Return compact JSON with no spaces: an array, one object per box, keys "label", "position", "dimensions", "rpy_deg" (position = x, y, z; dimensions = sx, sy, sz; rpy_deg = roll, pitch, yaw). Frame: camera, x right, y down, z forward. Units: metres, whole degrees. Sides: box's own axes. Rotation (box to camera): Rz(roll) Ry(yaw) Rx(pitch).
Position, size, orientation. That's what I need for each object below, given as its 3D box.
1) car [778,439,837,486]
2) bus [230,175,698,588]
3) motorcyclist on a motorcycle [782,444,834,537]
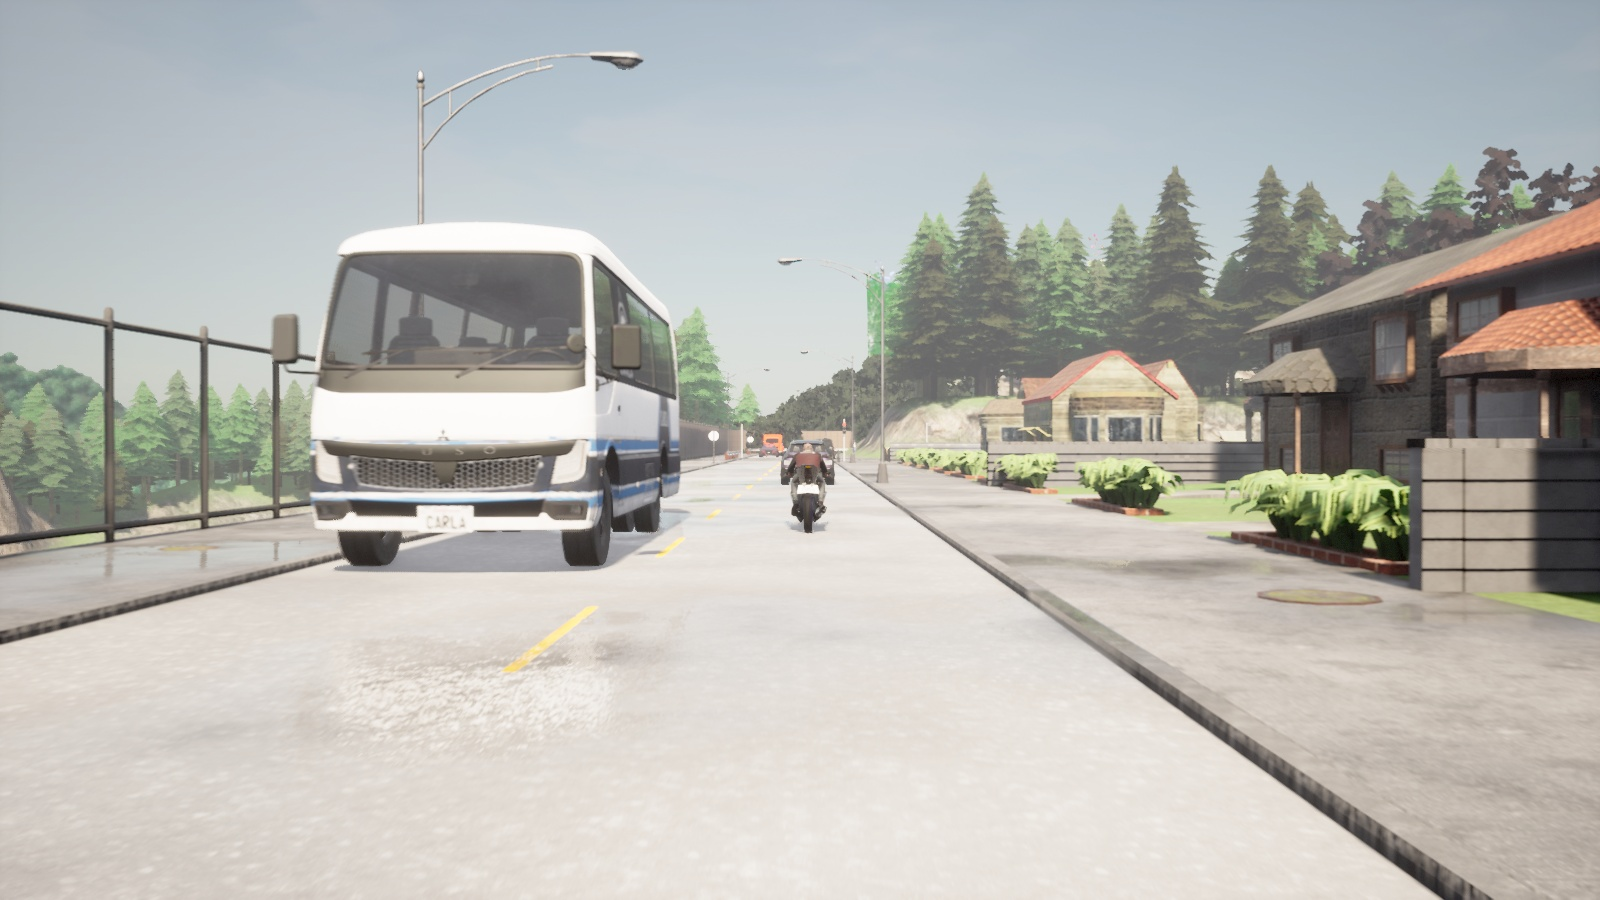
[{"label":"car","position":[0.279,0.416,46.323],"dimensions":[2.033,1.649,4.856],"rpy_deg":[0,0,0]},{"label":"bus","position":[-3.881,-0.735,18.082],"dimensions":[3.944,4.253,10.273],"rpy_deg":[0,0,0]},{"label":"motorcyclist on a motorcycle","position":[0.139,0.659,21.745],"dimensions":[0.866,1.530,2.191],"rpy_deg":[0,0,0]}]
